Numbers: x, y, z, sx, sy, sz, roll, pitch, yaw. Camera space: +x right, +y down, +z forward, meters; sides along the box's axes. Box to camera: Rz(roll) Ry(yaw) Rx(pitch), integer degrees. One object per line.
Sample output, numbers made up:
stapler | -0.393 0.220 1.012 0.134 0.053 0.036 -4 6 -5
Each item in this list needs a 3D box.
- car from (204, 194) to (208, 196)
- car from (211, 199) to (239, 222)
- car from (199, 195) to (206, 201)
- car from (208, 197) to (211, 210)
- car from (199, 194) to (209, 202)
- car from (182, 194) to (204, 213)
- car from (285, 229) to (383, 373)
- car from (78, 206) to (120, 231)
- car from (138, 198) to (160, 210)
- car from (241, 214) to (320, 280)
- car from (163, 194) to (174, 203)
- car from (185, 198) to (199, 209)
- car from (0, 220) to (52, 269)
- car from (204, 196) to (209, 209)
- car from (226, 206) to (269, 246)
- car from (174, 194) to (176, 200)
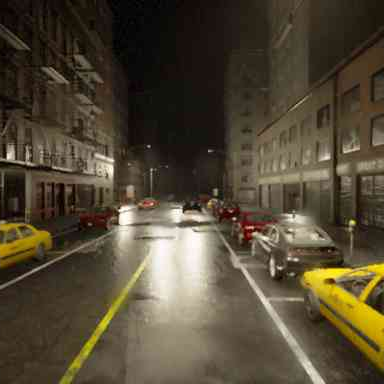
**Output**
car | 2.829 1.449 75.085 2.192 1.841 5.009 -1 0 0
car | 2.843 1.460 26.224 1.967 1.590 4.097 -1 0 0
car | 2.832 1.704 92.012 1.752 1.417 4.829 -1 0 0
car | 2.841 1.468 31.722 1.967 1.590 4.097 -1 0 0
car | 2.830 1.464 80.671 2.192 1.841 5.009 -1 0 0
car | -0.006 1.389 37.493 2.097 1.767 4.553 0 0 0
car | 2.849 1.526 4.408 1.752 1.417 4.829 -1 0 0
car | -5.680 1.558 20.726 1.887 1.381 4.507 -1 0 0
car | -5.686 1.487 42.713 1.967 1.590 4.097 -1 0 0
car | 2.848 1.554 9.734 2.008 1.369 4.403 -1 0 0
car | -5.693 1.699 75.083 1.947 1.339 4.313 -1 0 0
car | -0.010 1.561 46.830 1.837 1.490 4.892 0 0 0
car | -5.677 1.528 9.561 1.752 1.417 4.829 -1 0 0
car | 2.839 1.573 42.886 1.752 1.417 4.829 -1 0 0
car | 2.847 1.553 15.231 1.887 1.381 4.507 -1 0 0
car | -5.696 1.688 86.085 1.752 1.417 4.829 -1 0 0
